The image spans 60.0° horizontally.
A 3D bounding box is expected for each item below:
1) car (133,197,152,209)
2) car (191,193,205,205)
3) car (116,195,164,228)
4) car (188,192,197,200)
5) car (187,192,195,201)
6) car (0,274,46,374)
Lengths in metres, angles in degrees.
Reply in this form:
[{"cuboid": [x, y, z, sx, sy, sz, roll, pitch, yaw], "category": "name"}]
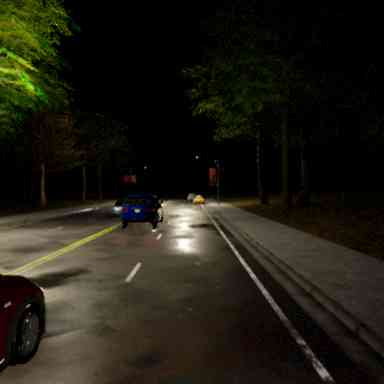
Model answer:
[{"cuboid": [-6.587, 1.452, 44.893, 1.812, 1.442, 4.674, 0, 0, 0], "category": "car"}, {"cuboid": [1.136, 1.370, 55.223, 1.801, 1.575, 5.366, 0, 0, 0], "category": "car"}, {"cuboid": [-3.150, 1.185, 21.875, 2.150, 2.045, 5.566, 0, 0, 0], "category": "car"}, {"cuboid": [0.062, 0.976, 91.240, 2.150, 2.045, 5.566, 0, 0, 3], "category": "car"}, {"cuboid": [-0.003, 1.347, 74.633, 1.812, 1.442, 4.674, 0, 0, 0], "category": "car"}, {"cuboid": [-3.150, 1.347, 2.956, 2.097, 1.767, 4.553, 0, 0, 0], "category": "car"}]
